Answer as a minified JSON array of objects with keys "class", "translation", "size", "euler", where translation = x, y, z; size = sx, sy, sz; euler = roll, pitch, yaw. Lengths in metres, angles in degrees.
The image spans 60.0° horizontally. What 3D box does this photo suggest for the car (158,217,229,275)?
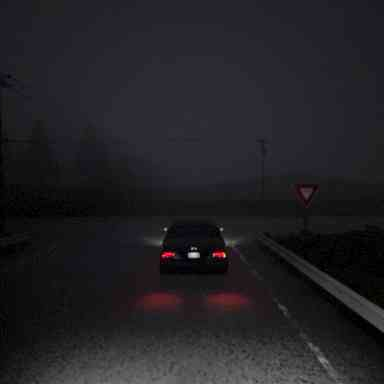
[{"class":"car","translation":[0.050,1.491,10.270],"size":[2.033,1.411,5.357],"euler":[0,1,0]}]
